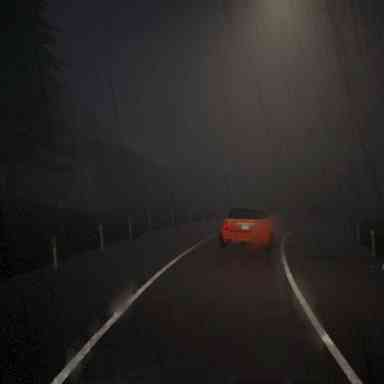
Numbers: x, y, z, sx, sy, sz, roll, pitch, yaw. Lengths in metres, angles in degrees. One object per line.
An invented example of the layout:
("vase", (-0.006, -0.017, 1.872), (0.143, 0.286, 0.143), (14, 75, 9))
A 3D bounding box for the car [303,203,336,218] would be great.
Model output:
("car", (13.559, 1.930, 35.185), (2.033, 1.411, 5.357), (4, 1, 41))

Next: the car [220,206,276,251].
("car", (2.623, 1.409, 14.934), (2.097, 1.767, 4.553), (1, 0, 15))
